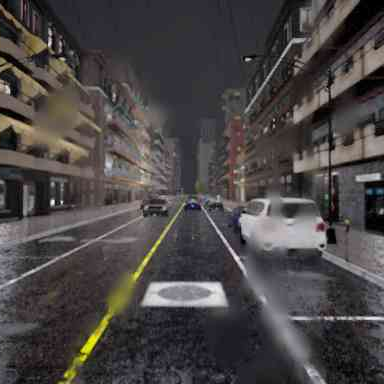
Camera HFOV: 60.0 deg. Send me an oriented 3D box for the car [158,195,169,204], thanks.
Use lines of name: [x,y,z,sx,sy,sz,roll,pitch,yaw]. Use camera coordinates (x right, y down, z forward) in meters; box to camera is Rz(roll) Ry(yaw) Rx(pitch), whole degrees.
car: [-5.678,1.443,66.475,1.967,1.590,4.097,0,0,0]

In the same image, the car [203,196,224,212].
car: [2.699,1.536,38.151,2.008,1.369,4.403,0,0,0]

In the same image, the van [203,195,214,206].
van: [2.702,1.333,55.144,1.690,1.788,3.998,0,0,0]

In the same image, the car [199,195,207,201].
car: [2.704,1.467,83.468,1.967,1.590,4.097,0,0,0]

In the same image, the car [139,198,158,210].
car: [-5.680,1.531,43.818,1.887,1.381,4.507,0,0,0]

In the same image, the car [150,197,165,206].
car: [-5.679,1.558,55.145,1.947,1.339,4.313,0,0,0]

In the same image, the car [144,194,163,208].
car: [-5.678,1.304,49.483,2.192,1.841,5.009,0,0,0]

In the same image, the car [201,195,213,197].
car: [2.700,1.539,49.481,2.008,1.369,4.403,0,0,0]

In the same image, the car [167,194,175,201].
car: [-5.675,1.476,89.135,1.967,1.590,4.097,0,0,0]

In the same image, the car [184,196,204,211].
car: [0.087,1.549,40.161,1.994,1.385,4.181,0,0,0]

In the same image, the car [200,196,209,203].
car: [2.702,1.555,72.138,1.887,1.381,4.507,0,0,0]

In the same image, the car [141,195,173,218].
car: [-3.093,1.337,29.919,2.097,1.767,4.553,0,0,0]

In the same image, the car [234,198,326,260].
car: [3.108,1.218,12.570,2.150,2.045,5.566,0,0,0]

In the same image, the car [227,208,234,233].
car: [3.151,1.513,19.540,1.812,1.442,4.674,0,0,0]
